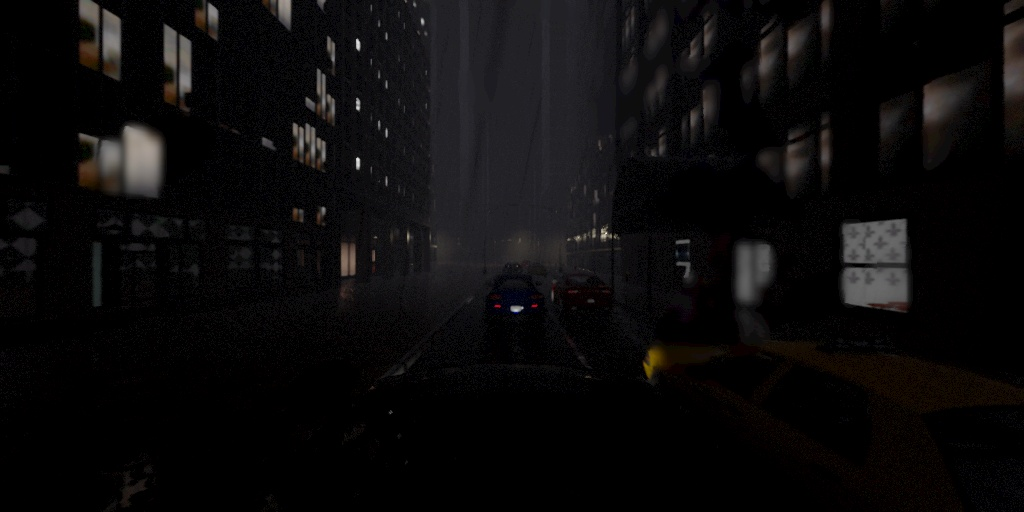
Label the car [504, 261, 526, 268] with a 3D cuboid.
[{"bbox_3d":[0.101,1.439,35.720,1.895,1.301,4.718,0,0,0],"label":"car"}]

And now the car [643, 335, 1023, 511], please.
[{"bbox_3d":[2.565,1.278,2.924,1.751,1.417,4.829,0,0,0],"label":"car"}]

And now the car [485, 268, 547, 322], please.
[{"bbox_3d":[0.075,1.304,12.283,1.812,1.442,4.674,0,0,-1],"label":"car"}]

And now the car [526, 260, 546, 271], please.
[{"bbox_3d":[2.559,1.365,36.232,1.751,1.417,4.829,0,0,0],"label":"car"}]

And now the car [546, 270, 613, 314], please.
[{"bbox_3d":[2.563,1.328,13.857,1.888,1.381,4.507,0,0,0],"label":"car"}]
